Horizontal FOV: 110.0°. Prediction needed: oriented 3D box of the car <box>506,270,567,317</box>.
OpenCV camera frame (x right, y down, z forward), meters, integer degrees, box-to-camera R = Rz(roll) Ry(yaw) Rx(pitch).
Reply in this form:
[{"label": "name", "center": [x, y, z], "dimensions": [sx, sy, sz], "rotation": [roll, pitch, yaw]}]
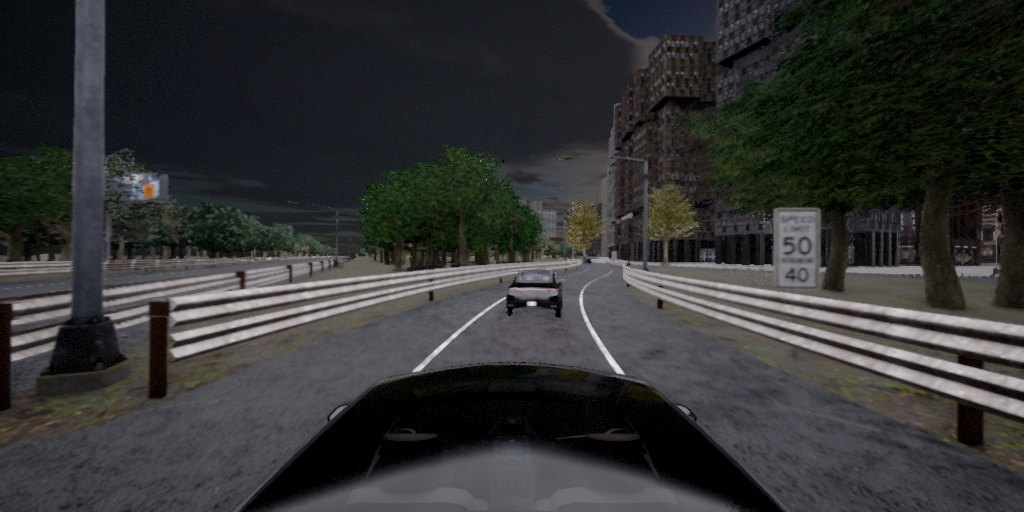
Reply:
[{"label": "car", "center": [0.968, 1.249, 13.371], "dimensions": [2.128, 1.511, 4.902], "rotation": [0, 0, 9]}]
